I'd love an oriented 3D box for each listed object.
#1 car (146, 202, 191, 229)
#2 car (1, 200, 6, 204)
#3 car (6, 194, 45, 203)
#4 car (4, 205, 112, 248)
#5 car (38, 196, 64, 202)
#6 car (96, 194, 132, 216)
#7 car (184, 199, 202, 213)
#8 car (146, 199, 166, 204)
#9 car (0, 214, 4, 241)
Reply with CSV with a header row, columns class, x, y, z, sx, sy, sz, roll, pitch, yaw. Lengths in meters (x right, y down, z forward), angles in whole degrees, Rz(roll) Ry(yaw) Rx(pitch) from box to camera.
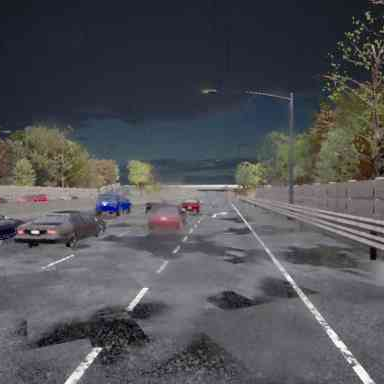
class,x,y,z,sx,sy,sz,roll,pitch,yaw
car,-1.463,1.563,21.500,1.994,1.385,4.181,0,0,5
car,-23.936,1.361,46.706,2.097,1.767,4.553,0,0,6
car,-20.795,1.226,42.699,2.150,2.045,5.566,0,0,5
car,-5.588,1.547,14.878,2.033,1.411,5.357,0,0,5
car,-17.293,1.570,42.578,1.994,1.385,4.181,0,0,5
car,-7.502,1.218,32.225,2.150,2.045,5.566,0,-1,5
car,-0.007,1.481,37.279,1.882,1.535,5.008,0,0,5
car,-3.642,1.481,35.967,1.882,1.535,5.008,0,-1,5
car,-9.130,1.563,14.597,1.994,1.385,4.181,0,0,5
